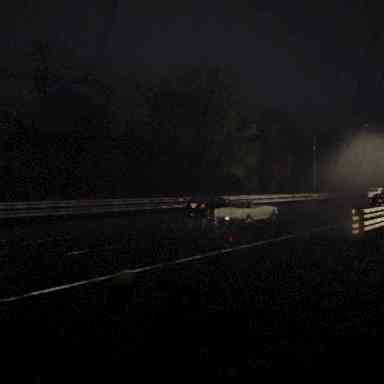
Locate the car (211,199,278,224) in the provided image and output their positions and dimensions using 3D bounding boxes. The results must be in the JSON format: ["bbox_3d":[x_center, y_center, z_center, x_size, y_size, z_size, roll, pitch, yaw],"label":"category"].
[{"bbox_3d":[3.652,1.265,21.561,1.895,1.301,4.718,0,1,44],"label":"car"}]

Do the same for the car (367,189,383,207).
[{"bbox_3d":[19.047,0.842,32.636,2.097,1.767,4.553,0,1,44],"label":"car"}]

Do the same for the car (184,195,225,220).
[{"bbox_3d":[1.565,0.993,24.442,2.097,1.767,4.553,0,1,44],"label":"car"}]
